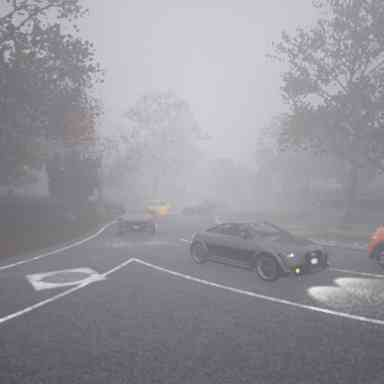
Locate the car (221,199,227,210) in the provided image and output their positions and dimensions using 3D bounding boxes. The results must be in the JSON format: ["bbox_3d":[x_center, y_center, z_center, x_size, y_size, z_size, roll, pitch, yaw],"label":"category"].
[{"bbox_3d":[2.121,1.450,39.317,4.902,1.511,2.128,0,0,-43],"label":"car"}]

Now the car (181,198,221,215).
[{"bbox_3d":[0.706,1.447,31.855,1.882,1.535,5.008,-1,0,26],"label":"car"}]

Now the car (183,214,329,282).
[{"bbox_3d":[1.803,1.554,9.882,1.994,1.385,4.181,0,0,-40],"label":"car"}]

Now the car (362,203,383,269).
[{"bbox_3d":[7.442,1.334,9.132,4.553,1.767,2.097,0,0,36],"label":"car"}]

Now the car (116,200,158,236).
[{"bbox_3d":[-3.224,1.465,18.798,1.882,1.535,5.008,0,0,-11],"label":"car"}]

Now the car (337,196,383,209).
[{"bbox_3d":[21.462,1.414,41.899,4.892,1.490,1.837,1,0,15],"label":"car"}]

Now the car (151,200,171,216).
[{"bbox_3d":[-3.386,1.455,29.230,1.882,1.535,5.008,0,0,17],"label":"car"}]

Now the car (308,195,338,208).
[{"bbox_3d":[18.317,1.224,45.507,4.553,1.767,2.097,0,0,5],"label":"car"}]
